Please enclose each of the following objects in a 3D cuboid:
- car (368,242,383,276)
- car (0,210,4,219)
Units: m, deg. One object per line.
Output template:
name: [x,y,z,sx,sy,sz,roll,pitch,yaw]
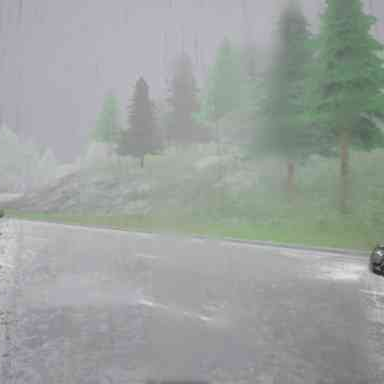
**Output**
car: [6.575,1.570,7.901,4.181,1.385,1.994,0,0,36]
car: [-15.325,1.452,23.522,4.718,1.301,1.895,0,0,35]
